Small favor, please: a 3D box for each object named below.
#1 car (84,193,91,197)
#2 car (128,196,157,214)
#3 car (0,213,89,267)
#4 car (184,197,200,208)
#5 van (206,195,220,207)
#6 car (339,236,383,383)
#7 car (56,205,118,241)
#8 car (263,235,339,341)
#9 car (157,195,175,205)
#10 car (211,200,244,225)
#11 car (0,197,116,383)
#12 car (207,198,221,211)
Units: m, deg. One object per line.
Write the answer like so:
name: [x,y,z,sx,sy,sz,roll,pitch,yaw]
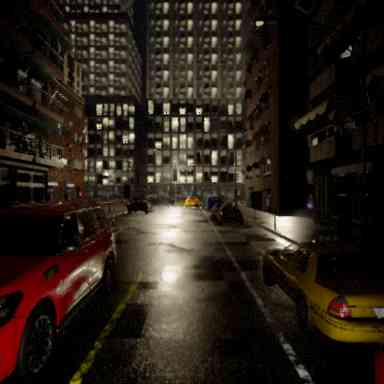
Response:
car: [-20.862,1.076,60.243,5.009,1.841,2.192,1,-1,0]
car: [-5.304,1.296,34.623,2.192,1.841,5.009,0,0,0]
car: [-5.309,1.573,12.061,1.802,1.307,4.206,0,0,0]
car: [-0.029,1.450,46.866,1.882,1.535,5.008,0,0,-4]
van: [2.577,1.320,40.262,1.690,1.788,3.998,0,0,0]
car: [2.571,1.314,0.779,2.192,1.841,5.009,0,0,0]
car: [-5.307,1.513,17.532,1.752,1.417,4.829,0,0,0]
car: [2.571,1.520,6.590,1.752,1.417,4.829,0,0,0]
car: [-5.094,1.279,55.666,4.553,1.767,2.097,1,0,29]
car: [2.574,1.510,23.511,1.752,1.417,4.829,0,0,0]
car: [-2.844,1.217,5.703,2.150,2.045,5.566,0,0,0]
car: [2.575,1.507,29.151,1.752,1.417,4.829,0,0,0]
